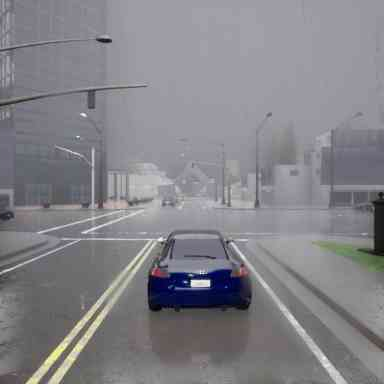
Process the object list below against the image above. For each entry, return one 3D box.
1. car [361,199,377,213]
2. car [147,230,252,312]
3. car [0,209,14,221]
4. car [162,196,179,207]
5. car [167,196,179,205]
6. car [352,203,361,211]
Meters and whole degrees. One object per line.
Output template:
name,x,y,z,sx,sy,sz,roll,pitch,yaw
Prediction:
car,20.214,1.553,33.718,4.718,1.301,1.895,0,0,0
car,0.089,1.564,7.814,1.994,1.385,4.181,0,0,-2
car,-16.392,1.672,26.225,4.181,1.385,1.994,-1,0,0
car,-3.580,1.491,51.290,2.128,1.511,4.902,0,0,0
car,-3.526,1.500,62.687,1.837,1.490,4.892,0,1,1
car,20.364,1.479,37.209,4.674,1.442,1.812,0,0,0
